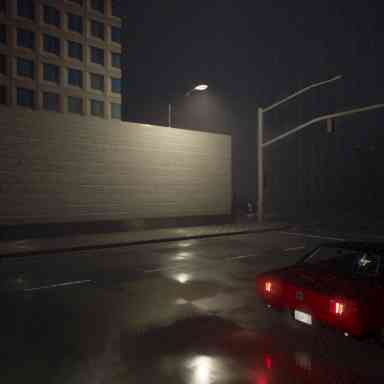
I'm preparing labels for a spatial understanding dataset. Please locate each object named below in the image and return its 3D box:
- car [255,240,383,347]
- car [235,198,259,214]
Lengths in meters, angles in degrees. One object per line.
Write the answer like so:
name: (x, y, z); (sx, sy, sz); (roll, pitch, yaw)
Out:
car: (3.499, 1.601, 6.286); (4.718, 1.301, 1.895); (0, 0, -35)
car: (5.544, 1.407, 36.624); (2.097, 1.767, 4.553); (0, 0, -36)
